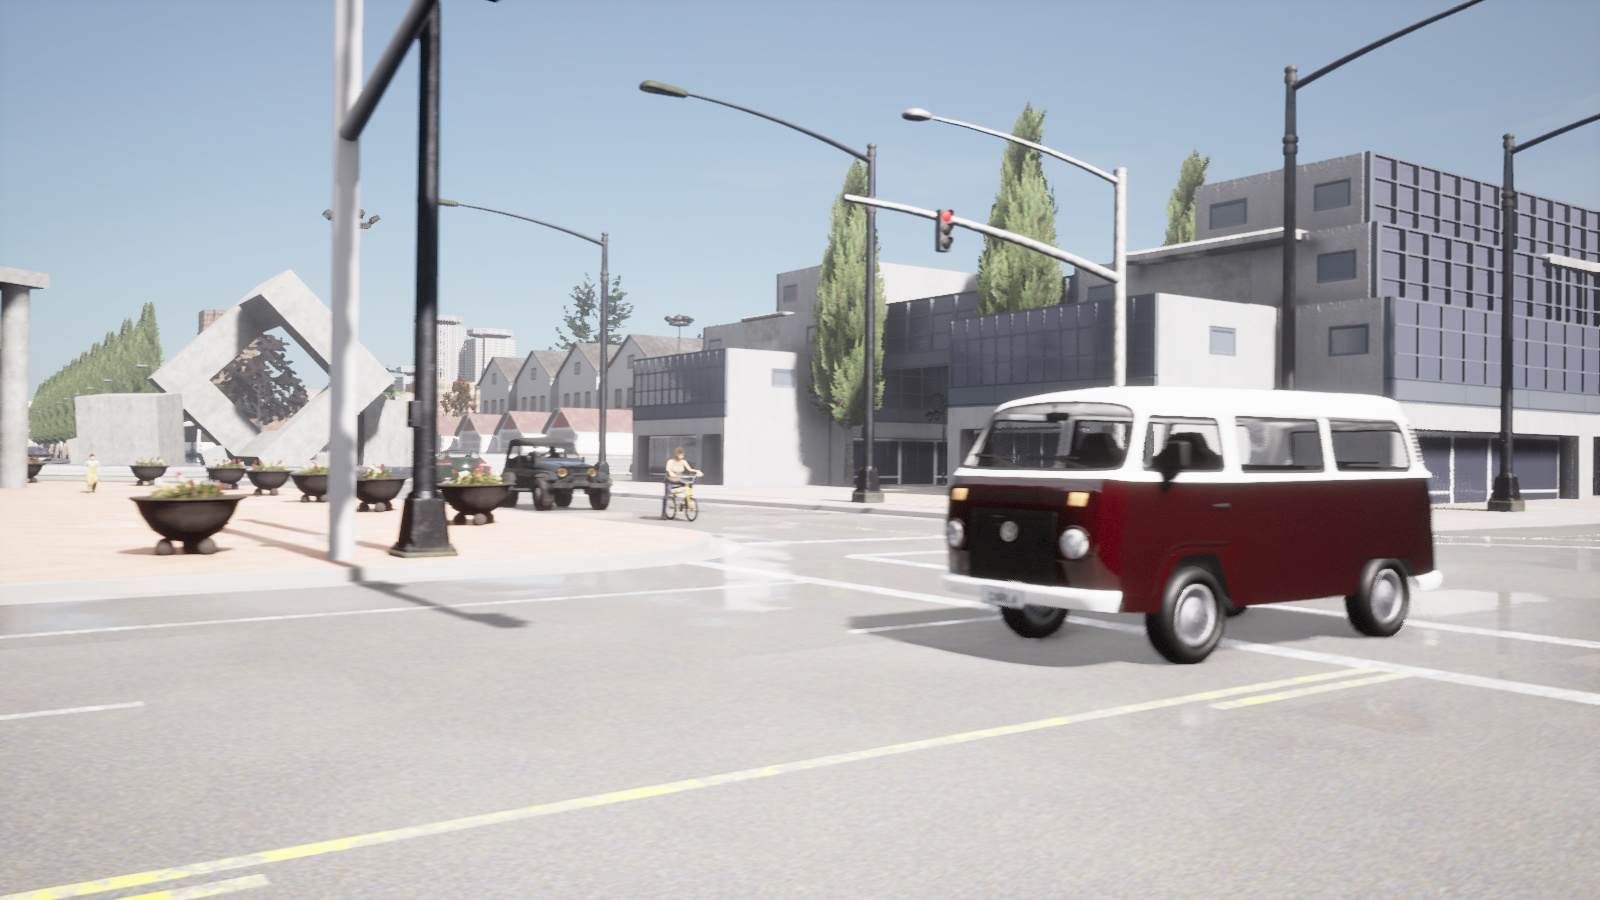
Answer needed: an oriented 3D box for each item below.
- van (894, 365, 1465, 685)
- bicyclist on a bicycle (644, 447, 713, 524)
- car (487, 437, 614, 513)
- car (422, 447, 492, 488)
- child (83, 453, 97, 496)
[{"bbox_3d":[3.157,0.493,10.120,4.480,2.038,2.069,1,0,-35],"label":"van"},{"bbox_3d":[-2.661,0.756,27.441,0.866,1.612,1.509,1,-1,-34],"label":"bicyclist on a bicycle"},{"bbox_3d":[-6.651,0.632,33.265,1.905,1.878,3.866,1,-1,-35],"label":"car"},{"bbox_3d":[-14.493,0.709,52.834,2.152,1.651,5.027,1,0,-23],"label":"car"},{"bbox_3d":[-21.437,0.737,37.897,0.270,1.263,0.437,1,-1,-41],"label":"child"}]
